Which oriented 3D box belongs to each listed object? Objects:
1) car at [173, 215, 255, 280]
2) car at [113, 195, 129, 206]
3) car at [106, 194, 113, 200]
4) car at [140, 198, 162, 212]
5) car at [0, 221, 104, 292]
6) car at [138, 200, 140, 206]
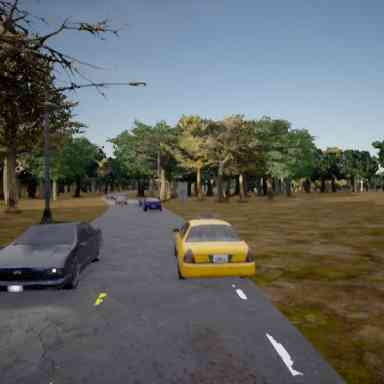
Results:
[{"bbox_3d":[0.413,1.444,9.915,1.801,1.575,5.366,0,0,-5],"label":"car"},{"bbox_3d":[-10.975,1.372,51.731,1.812,1.442,4.674,0,0,-14],"label":"car"},{"bbox_3d":[-19.930,1.171,81.087,2.033,1.411,5.357,0,1,-18],"label":"car"},{"bbox_3d":[-4.663,1.389,38.343,1.882,1.535,5.008,0,0,-12],"label":"car"},{"bbox_3d":[-3.738,1.539,9.284,2.033,1.411,5.357,0,0,-5],"label":"car"},{"bbox_3d":[-6.732,1.461,48.170,1.895,1.301,4.718,0,0,-14],"label":"car"}]
